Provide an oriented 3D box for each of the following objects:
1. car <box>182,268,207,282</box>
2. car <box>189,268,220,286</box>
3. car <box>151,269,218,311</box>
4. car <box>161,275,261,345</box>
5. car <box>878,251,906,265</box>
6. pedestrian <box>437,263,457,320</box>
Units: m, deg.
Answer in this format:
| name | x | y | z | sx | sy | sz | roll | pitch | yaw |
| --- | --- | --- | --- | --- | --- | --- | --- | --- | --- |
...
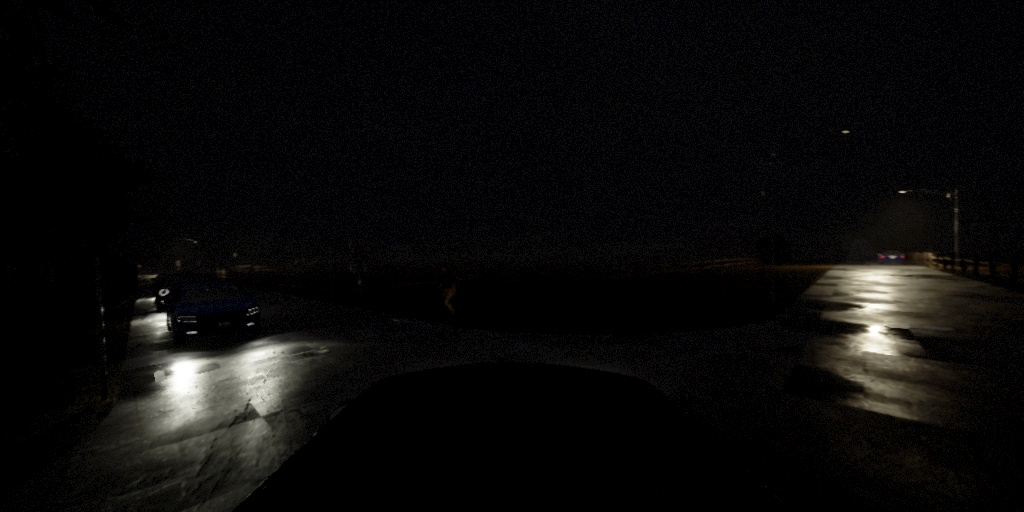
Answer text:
| name | x | y | z | sx | sy | sz | roll | pitch | yaw |
| --- | --- | --- | --- | --- | --- | --- | --- | --- | --- |
| car | -38.842 | 2.320 | 43.834 | 4.892 | 1.490 | 1.837 | -2 | 1 | 44 |
| car | -31.610 | 2.104 | 36.816 | 5.008 | 1.535 | 1.882 | -2 | 1 | 44 |
| car | -16.556 | 1.637 | 18.107 | 4.553 | 1.767 | 2.097 | -1 | 1 | 44 |
| car | -9.334 | 1.560 | 11.109 | 5.008 | 1.535 | 1.882 | -2 | 1 | 44 |
| car | 45.357 | 0.169 | 42.873 | 2.097 | 1.767 | 4.553 | 0 | 1 | 44 |
| pedestrian | -1.991 | 1.069 | 11.202 | 0.375 | 1.860 | 0.375 | 0 | 3 | 44 |
